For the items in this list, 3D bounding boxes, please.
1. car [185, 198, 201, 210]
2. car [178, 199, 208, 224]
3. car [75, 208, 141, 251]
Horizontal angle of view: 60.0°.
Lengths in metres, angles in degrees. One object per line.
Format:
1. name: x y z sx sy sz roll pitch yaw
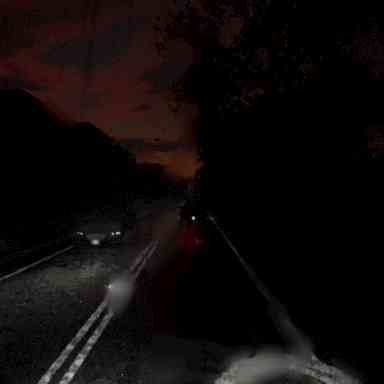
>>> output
1. car: 0.107 1.498 41.478 1.895 1.301 4.718 0 0 0
2. car: 0.104 1.451 24.155 1.837 1.490 4.892 0 0 0
3. car: -3.347 1.462 13.964 2.128 1.511 4.902 0 0 0
